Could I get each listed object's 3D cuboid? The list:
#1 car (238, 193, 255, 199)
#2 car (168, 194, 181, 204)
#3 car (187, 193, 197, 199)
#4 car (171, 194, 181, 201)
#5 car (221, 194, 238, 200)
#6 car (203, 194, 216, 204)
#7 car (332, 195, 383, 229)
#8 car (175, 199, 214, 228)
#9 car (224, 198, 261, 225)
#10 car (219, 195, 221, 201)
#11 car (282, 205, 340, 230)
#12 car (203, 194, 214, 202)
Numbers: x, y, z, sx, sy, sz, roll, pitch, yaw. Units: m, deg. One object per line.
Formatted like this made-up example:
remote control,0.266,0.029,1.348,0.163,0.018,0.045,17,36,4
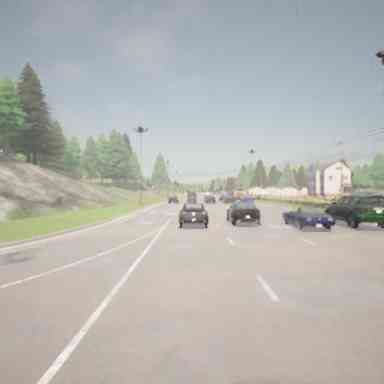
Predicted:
car,10.502,1.403,62.420,1.882,1.535,5.008,0,0,0
car,-3.498,1.430,62.450,1.837,1.490,4.892,0,0,0
car,0.002,1.417,62.420,2.128,1.511,4.902,0,0,0
car,-3.498,1.223,72.870,1.882,1.535,5.008,0,0,0
car,7.002,1.430,62.420,1.837,1.490,4.892,0,0,0
car,3.502,1.430,62.420,1.837,1.490,4.892,0,0,0
car,10.600,1.195,21.495,2.150,2.045,5.566,0,0,0
car,0.100,1.465,22.286,2.128,1.511,4.902,0,0,0
car,3.603,1.449,23.884,1.882,1.535,5.008,0,0,0
car,7.002,1.223,72.840,1.882,1.535,5.008,0,0,0
car,7.100,1.576,20.791,1.895,1.301,4.718,0,0,0
car,3.502,1.270,72.840,2.128,1.511,4.902,0,0,0
